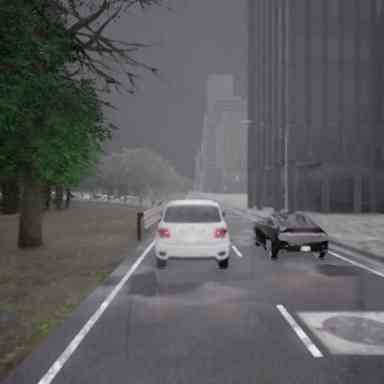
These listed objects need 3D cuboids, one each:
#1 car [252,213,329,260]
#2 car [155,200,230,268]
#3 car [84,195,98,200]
[{"bbox_3d":[3.533,1.545,12.686,2.128,1.511,4.902,0,0,1],"label":"car"},{"bbox_3d":[0.024,1.272,11.577,2.150,2.045,5.566,0,0,0],"label":"car"},{"bbox_3d":[-26.977,1.471,88.592,4.718,1.301,1.895,1,1,44],"label":"car"}]
